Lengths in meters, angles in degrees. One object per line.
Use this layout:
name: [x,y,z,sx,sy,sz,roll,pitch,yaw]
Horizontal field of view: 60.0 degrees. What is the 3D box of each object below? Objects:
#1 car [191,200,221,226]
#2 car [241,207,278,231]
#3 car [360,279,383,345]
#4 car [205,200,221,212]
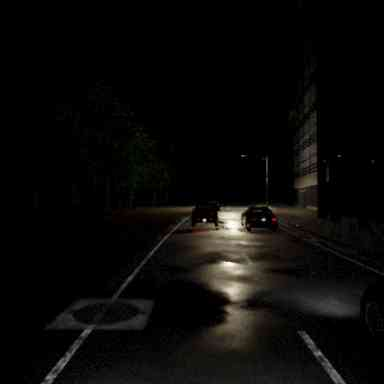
car: [1.008,1.643,24.763,1.837,1.490,4.892,0,0,4]
car: [4.280,1.669,21.606,2.033,1.411,5.357,0,0,4]
car: [3.644,1.552,3.490,1.812,1.442,4.674,0,0,0]
car: [2.683,1.729,42.161,1.812,1.442,4.674,0,-1,7]
